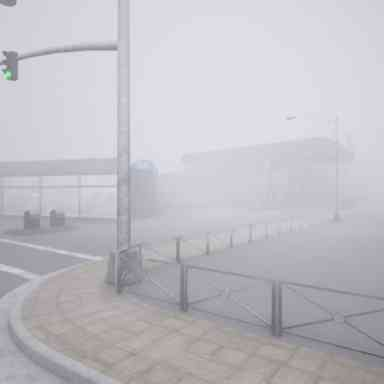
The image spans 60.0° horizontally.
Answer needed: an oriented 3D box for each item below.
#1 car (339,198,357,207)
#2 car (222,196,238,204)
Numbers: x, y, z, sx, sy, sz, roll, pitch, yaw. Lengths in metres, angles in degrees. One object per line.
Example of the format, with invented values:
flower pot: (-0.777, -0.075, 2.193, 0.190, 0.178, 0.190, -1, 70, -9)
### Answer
car: (24.481, 1.588, 52.065, 1.994, 1.385, 4.181, 0, 0, 37)
car: (6.946, 1.549, 63.221, 2.242, 1.667, 4.611, 0, 0, 36)
